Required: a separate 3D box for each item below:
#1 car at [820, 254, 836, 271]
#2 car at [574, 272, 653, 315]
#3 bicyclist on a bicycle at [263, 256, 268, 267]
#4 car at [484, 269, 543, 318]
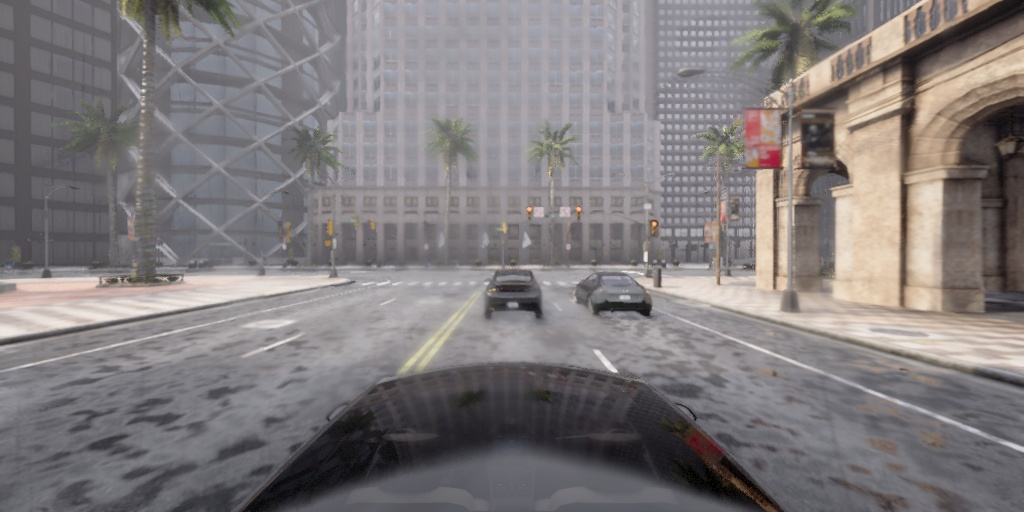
[{"bbox_3d":[38.239,0.808,42.022,5.566,2.045,2.150,0,0,0],"label":"car"},{"bbox_3d":[3.564,1.266,13.269,1.994,1.385,4.181,0,0,0],"label":"car"},{"bbox_3d":[-35.755,0.848,51.914,0.582,1.620,1.656,0,1,-12],"label":"bicyclist on a bicycle"},{"bbox_3d":[0.061,1.208,12.819,1.837,1.490,4.892,0,0,0],"label":"car"}]
